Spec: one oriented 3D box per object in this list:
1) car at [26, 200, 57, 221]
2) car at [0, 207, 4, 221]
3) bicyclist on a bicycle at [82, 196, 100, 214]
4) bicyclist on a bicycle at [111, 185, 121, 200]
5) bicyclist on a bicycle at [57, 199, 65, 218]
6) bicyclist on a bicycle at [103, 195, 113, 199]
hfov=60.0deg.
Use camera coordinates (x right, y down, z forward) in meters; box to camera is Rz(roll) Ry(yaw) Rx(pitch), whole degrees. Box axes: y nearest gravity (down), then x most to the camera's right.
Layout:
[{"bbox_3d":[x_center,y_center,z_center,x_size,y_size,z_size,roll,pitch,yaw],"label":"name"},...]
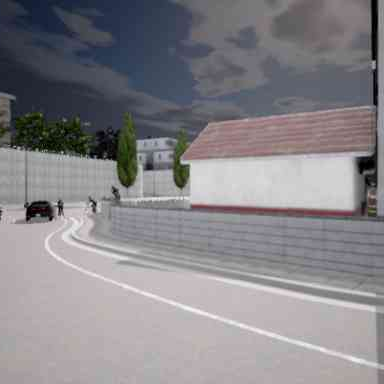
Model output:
[{"bbox_3d":[-11.971,1.441,26.626,1.837,1.490,4.892,0,0,-17],"label":"car"},{"bbox_3d":[-14.438,1.441,23.075,1.837,1.490,4.892,0,0,-21],"label":"car"},{"bbox_3d":[-9.382,1.236,30.947,1.656,1.620,0.582,0,0,-4],"label":"bicyclist on a bicycle"},{"bbox_3d":[-7.821,0.081,33.545,1.656,1.620,0.582,-12,-3,35],"label":"bicyclist on a bicycle"},{"bbox_3d":[-10.914,1.389,27.560,0.582,1.620,1.656,0,0,-21],"label":"bicyclist on a bicycle"},{"bbox_3d":[-8.450,1.239,32.135,0.582,1.620,1.656,0,0,-30],"label":"bicyclist on a bicycle"}]
